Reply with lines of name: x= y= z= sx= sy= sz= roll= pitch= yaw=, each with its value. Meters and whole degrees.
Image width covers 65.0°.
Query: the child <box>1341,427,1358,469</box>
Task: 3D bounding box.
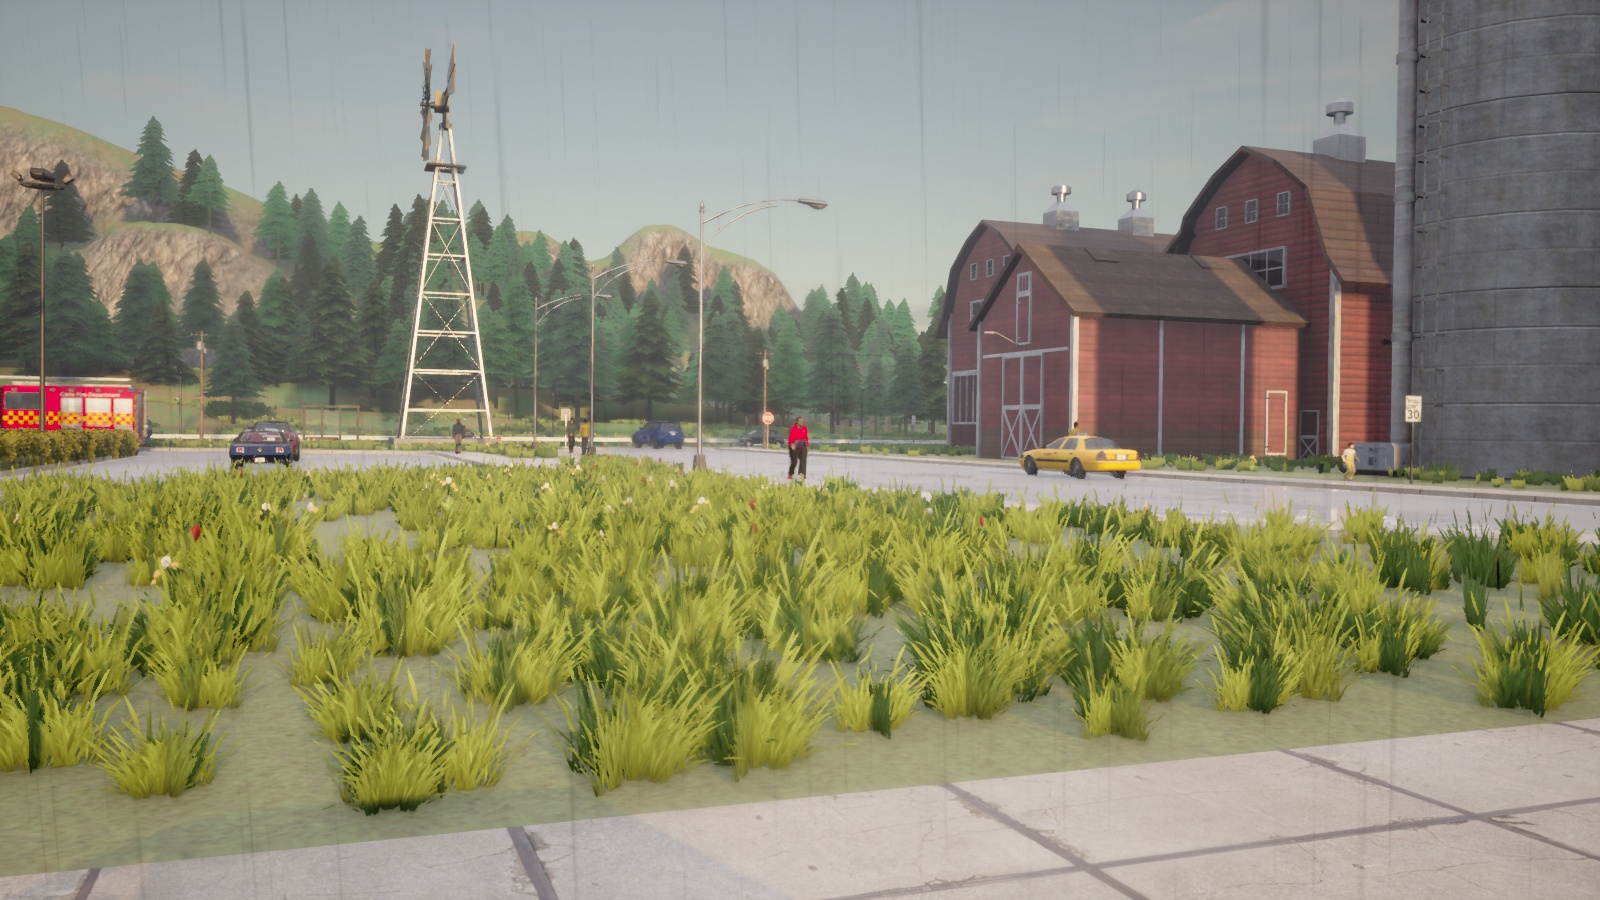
child: x=16.684 y=-0.068 z=38.146 sx=0.270 sy=1.263 sz=0.437 roll=-1 pitch=1 yaw=-15

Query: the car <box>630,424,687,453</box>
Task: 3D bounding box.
car: x=-10.532 y=-0.880 z=92.931 sx=2.150 sy=2.045 sz=5.566 roll=-1 pitch=1 yaw=-30

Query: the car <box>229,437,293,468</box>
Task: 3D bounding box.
car: x=-26.795 y=0.099 z=62.334 sx=1.812 sy=1.442 sz=4.674 roll=-1 pitch=1 yaw=-37

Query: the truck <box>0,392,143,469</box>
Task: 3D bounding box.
truck: x=-38.722 y=-0.996 z=64.368 sx=8.468 sy=3.827 sz=2.891 roll=-1 pitch=1 yaw=-17

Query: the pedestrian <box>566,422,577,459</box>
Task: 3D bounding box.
pedestrian: x=-12.059 y=-0.494 z=66.219 sx=0.423 sy=1.949 sz=0.788 roll=-1 pitch=1 yaw=-21

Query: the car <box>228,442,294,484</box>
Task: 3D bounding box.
car: x=-18.441 y=0.396 z=43.123 sx=1.895 sy=1.301 sz=4.718 roll=-1 pitch=1 yaw=-21

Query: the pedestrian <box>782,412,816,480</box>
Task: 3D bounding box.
pedestrian: x=-0.025 y=-0.109 z=34.603 sx=0.634 sy=1.844 sz=0.899 roll=-1 pitch=1 yaw=-22

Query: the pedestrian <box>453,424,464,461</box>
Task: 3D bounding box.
pedestrian: x=-16.728 y=-0.369 z=61.512 sx=0.370 sy=1.835 sz=0.726 roll=-1 pitch=1 yaw=-22

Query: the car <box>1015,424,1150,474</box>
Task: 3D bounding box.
car: x=9.522 y=-0.063 z=42.857 sx=1.801 sy=1.575 sz=5.366 roll=-1 pitch=1 yaw=-21

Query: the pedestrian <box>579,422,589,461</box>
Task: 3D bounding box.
pedestrian: x=-10.439 y=-0.422 z=60.764 sx=0.431 sy=1.840 sz=0.709 roll=-1 pitch=1 yaw=-10

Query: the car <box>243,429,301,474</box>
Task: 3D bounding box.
car: x=-22.321 y=0.031 z=53.204 sx=2.097 sy=1.767 sz=4.553 roll=-1 pitch=1 yaw=-21
